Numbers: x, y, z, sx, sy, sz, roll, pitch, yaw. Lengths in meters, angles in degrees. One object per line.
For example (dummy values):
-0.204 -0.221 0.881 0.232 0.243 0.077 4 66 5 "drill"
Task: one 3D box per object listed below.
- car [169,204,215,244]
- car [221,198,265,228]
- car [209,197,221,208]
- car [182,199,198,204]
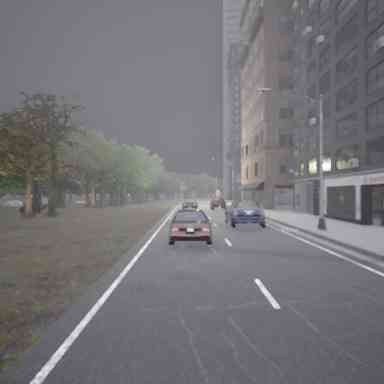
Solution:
-0.072 1.510 15.416 2.033 1.411 5.357 0 0 0 "car"
3.392 1.291 22.037 2.097 1.767 4.553 0 0 0 "car"
3.258 1.435 41.822 1.837 1.490 4.892 0 0 0 "car"
-0.246 1.535 41.626 1.895 1.301 4.718 0 0 0 "car"
